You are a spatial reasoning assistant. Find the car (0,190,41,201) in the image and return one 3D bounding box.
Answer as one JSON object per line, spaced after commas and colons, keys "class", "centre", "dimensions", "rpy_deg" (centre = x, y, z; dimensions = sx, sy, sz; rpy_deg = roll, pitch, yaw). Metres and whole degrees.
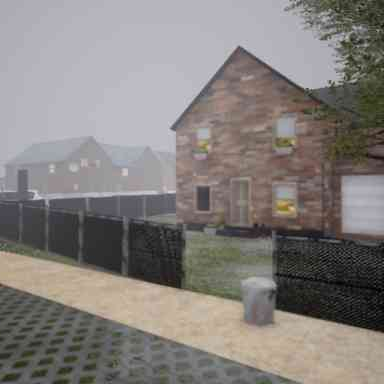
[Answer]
{"class": "car", "centre": [-12.871, 0.894, 22.348], "dimensions": [2.150, 2.045, 5.566], "rpy_deg": [0, 1, 33]}
